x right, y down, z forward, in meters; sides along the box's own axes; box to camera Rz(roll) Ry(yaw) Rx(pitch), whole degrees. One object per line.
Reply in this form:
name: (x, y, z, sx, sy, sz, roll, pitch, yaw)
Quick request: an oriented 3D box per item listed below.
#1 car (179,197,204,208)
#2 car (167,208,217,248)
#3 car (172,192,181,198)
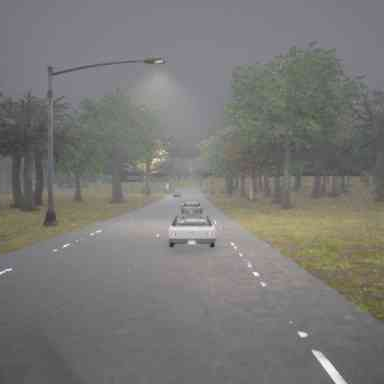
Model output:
car: (0.000, 1.454, 29.652, 2.128, 1.511, 4.902, 0, 0, 0)
car: (0.000, 1.599, 14.682, 1.895, 1.301, 4.718, 0, 0, 0)
car: (-3.500, 0.711, 76.730, 2.033, 1.411, 5.357, 0, 2, 0)
